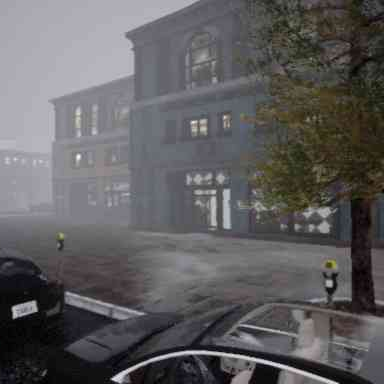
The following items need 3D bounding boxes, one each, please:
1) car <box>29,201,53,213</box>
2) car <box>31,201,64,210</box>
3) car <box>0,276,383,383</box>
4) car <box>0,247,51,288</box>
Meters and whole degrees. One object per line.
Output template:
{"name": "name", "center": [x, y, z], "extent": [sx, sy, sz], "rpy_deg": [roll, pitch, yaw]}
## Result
{"name": "car", "center": [-20.145, 2.139, 46.065], "extent": [1.887, 1.381, 4.507], "rpy_deg": [-1, -1, 35]}
{"name": "car", "center": [-23.966, 2.236, 55.294], "extent": [1.752, 1.417, 4.829], "rpy_deg": [-1, -1, 35]}
{"name": "car", "center": [0.571, 1.560, 2.467], "extent": [4.403, 1.369, 2.008], "rpy_deg": [-1, 0, 36]}
{"name": "car", "center": [-3.939, 1.636, 5.684], "extent": [4.313, 1.339, 1.947], "rpy_deg": [-1, 0, 36]}
